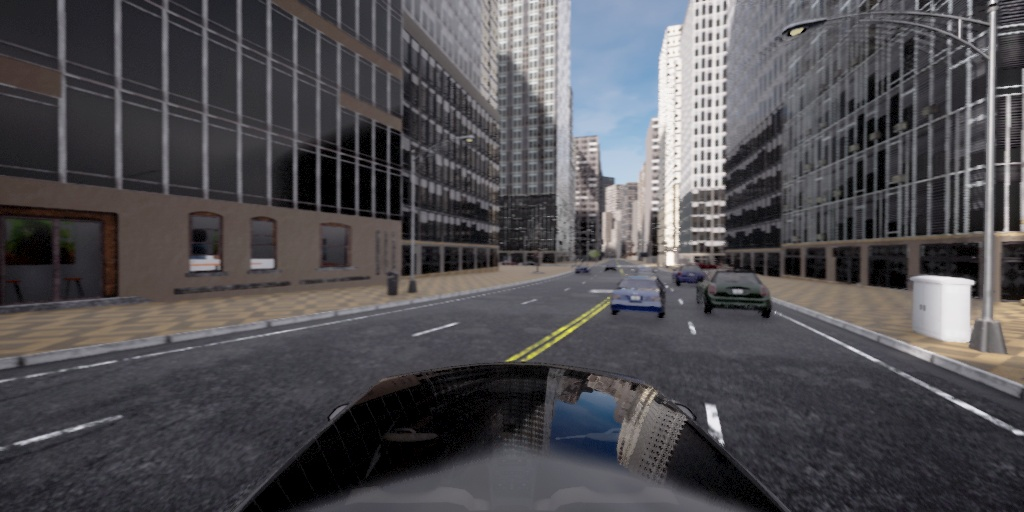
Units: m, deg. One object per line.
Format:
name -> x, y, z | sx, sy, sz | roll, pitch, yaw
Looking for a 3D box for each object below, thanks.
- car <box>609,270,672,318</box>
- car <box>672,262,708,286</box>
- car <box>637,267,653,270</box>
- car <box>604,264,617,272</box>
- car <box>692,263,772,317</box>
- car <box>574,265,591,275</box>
car -> 5.014, 1.445, 14.005 | 2.033, 1.411, 5.357 | 1, 0, 23
car -> 14.180, 1.451, 28.949 | 2.097, 1.767, 4.553 | 0, 0, 19
car -> 11.226, 1.643, 30.355 | 1.994, 1.385, 4.181 | 0, 0, 19
car -> 16.032, 1.918, 58.200 | 1.895, 1.301, 4.718 | 0, 0, 17
car -> 8.798, 1.298, 14.608 | 2.097, 1.767, 4.553 | 0, 0, 23
car -> 9.209, 1.773, 46.457 | 1.895, 1.301, 4.718 | 0, 0, 16
